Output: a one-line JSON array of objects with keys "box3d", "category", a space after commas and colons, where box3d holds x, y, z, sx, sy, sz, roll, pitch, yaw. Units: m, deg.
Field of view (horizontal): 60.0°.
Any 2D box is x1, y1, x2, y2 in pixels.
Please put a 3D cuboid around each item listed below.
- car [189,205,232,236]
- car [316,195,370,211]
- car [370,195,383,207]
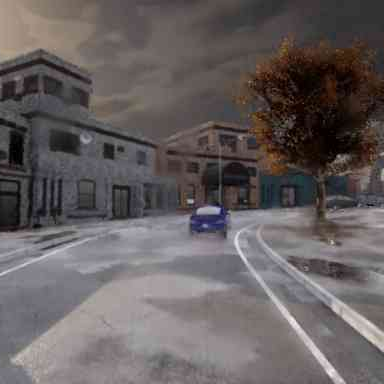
[{"box3d": [1.130, 1.471, 18.556, 1.882, 1.535, 5.008, -1, 0, 11], "category": "car"}, {"box3d": [14.893, 1.075, 33.436, 5.008, 1.535, 1.882, -2, -2, -21], "category": "car"}, {"box3d": [19.526, 1.086, 38.021, 5.357, 1.411, 2.033, -2, -2, -5], "category": "car"}]
